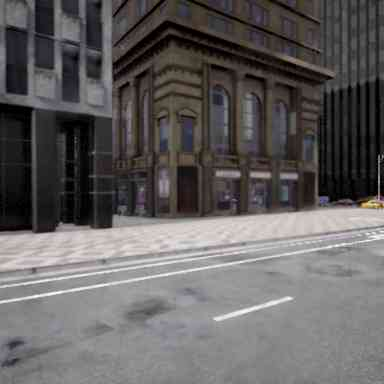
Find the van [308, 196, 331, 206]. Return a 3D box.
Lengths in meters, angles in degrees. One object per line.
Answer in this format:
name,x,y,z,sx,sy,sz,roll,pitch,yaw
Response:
van,25.093,1.793,65.644,1.690,1.788,3.998,-1,0,-35

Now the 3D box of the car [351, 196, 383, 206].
car,30.969,1.628,57.339,2.192,1.841,5.009,-1,0,-35

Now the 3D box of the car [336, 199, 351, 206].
car,28.037,1.964,61.491,1.802,1.307,4.206,-1,0,-35

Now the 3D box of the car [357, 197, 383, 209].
car,27.048,1.809,48.123,1.752,1.417,4.829,-1,0,-35

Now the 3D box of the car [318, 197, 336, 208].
car,21.298,1.971,56.232,2.008,1.369,4.403,-1,0,-35
